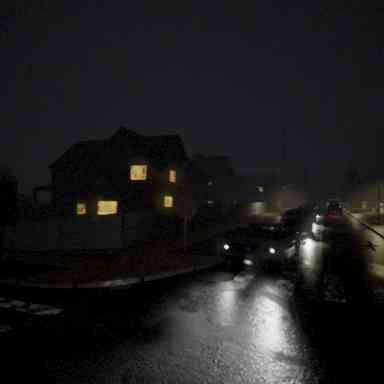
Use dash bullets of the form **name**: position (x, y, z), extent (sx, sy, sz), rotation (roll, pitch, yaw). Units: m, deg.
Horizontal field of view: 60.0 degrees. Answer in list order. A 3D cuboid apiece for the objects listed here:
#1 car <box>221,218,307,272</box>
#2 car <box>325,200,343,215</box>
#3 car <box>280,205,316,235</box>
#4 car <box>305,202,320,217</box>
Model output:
- **car**: position (2.701, 1.843, 12.042), extent (1.895, 1.301, 4.718), rotation (0, -1, 27)
- **car**: position (19.375, 2.287, 45.237), extent (1.837, 1.490, 4.892), rotation (0, -1, 21)
- **car**: position (6.946, 1.861, 21.922), extent (1.882, 1.535, 5.008), rotation (0, -1, 22)
- **car**: position (11.006, 2.033, 32.135), extent (2.128, 1.511, 4.902), rotation (0, -1, 22)
